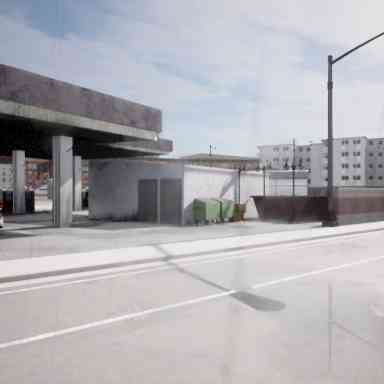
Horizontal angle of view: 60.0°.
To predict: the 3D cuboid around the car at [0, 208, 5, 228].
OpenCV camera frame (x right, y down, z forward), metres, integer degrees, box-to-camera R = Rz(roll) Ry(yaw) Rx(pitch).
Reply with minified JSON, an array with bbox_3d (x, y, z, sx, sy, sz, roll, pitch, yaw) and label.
[{"bbox_3d":[-12.772,1.456,20.495,1.970,1.475,3.806,0,0,-34],"label":"car"}]
